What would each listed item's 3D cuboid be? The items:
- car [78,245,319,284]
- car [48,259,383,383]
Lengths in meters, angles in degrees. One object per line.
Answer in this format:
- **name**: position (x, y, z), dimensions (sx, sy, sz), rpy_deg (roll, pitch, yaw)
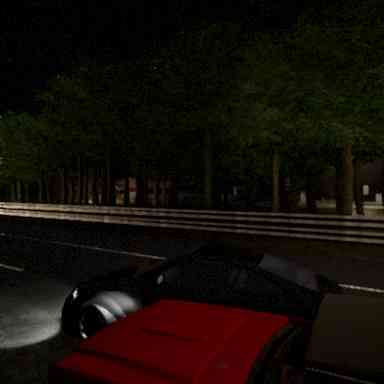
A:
- **car**: position (0.170, 1.549, 5.110), dimensions (4.181, 1.385, 1.994), rpy_deg (0, 0, 17)
- **car**: position (1.113, 1.580, 2.538), dimensions (4.718, 1.301, 1.895), rpy_deg (0, 2, 27)
